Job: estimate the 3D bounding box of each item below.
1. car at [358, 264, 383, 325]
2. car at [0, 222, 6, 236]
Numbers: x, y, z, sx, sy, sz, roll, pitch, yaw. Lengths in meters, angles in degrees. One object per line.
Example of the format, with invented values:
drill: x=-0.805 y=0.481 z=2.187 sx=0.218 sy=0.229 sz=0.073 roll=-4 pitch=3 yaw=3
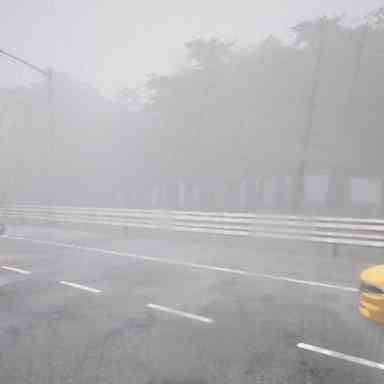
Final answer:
car: x=5.063 y=1.478 z=4.559 sx=5.008 sy=1.535 sz=1.882 roll=0 pitch=0 yaw=35
car: x=-11.001 y=1.654 z=16.042 sx=4.718 sy=1.301 sz=1.895 roll=0 pitch=0 yaw=36
